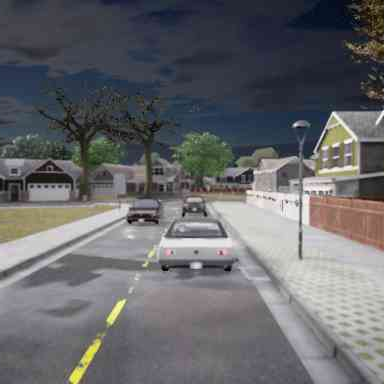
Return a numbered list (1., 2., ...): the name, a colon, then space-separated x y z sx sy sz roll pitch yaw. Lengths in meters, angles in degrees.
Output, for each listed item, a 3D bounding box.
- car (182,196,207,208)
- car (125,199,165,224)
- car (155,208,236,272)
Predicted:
1. car: 0.192 1.007 25.640 1.812 1.442 4.674 0 1 0
2. car: -2.746 1.125 20.741 2.033 1.411 5.357 0 1 0
3. car: 0.125 1.395 9.999 1.895 1.301 4.718 0 1 1
